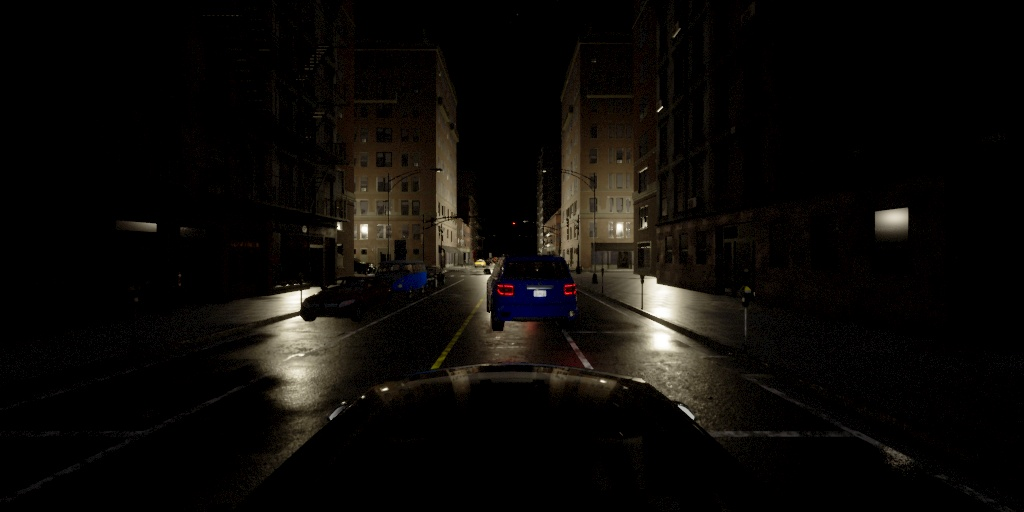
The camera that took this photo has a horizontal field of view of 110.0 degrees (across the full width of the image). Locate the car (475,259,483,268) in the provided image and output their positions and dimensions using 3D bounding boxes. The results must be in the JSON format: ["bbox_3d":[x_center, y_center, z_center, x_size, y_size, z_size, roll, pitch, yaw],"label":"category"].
[{"bbox_3d":[-5.362,1.276,60.837,1.751,1.417,4.829,0,0,0],"label":"car"}]

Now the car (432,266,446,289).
[{"bbox_3d":[-5.381,1.301,23.044,2.007,1.370,4.403,0,0,0],"label":"car"}]

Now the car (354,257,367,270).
[{"bbox_3d":[-18.212,1.066,40.095,5.566,2.045,2.150,0,0,0],"label":"car"}]

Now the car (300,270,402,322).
[{"bbox_3d":[-5.389,1.332,12.231,1.802,1.307,4.207,0,0,0],"label":"car"}]

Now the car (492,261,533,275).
[{"bbox_3d":[0.079,1.307,39.743,4.181,1.385,1.994,0,0,-41],"label":"car"}]

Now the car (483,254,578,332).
[{"bbox_3d":[0.365,0.971,11.072,2.150,2.045,5.566,0,0,-6],"label":"car"}]

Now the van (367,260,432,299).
[{"bbox_3d":[-5.385,1.091,17.638,1.690,1.789,3.998,0,0,0],"label":"van"}]
